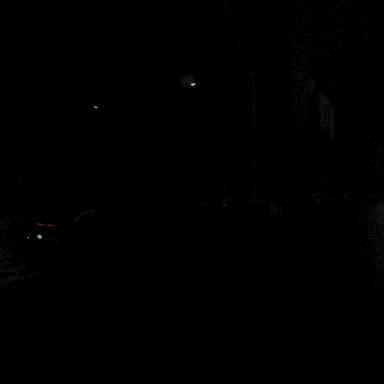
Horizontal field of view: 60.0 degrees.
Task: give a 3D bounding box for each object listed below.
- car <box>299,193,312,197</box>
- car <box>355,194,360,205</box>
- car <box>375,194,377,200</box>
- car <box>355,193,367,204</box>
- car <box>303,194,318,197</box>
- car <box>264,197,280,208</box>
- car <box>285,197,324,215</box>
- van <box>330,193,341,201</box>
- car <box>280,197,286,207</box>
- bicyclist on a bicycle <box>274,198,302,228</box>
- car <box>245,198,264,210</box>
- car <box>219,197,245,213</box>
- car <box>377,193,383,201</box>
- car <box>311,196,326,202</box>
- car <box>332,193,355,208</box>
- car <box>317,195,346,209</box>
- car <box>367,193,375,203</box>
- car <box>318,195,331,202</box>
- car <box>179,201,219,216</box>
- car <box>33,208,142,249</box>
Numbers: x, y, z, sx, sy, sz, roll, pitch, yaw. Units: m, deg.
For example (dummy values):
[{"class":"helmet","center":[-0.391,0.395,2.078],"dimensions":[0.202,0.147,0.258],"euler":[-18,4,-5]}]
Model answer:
[{"class":"car","center":[19.759,1.416,59.564],"dimensions":[1.887,1.381,4.507],"euler":[0,0,35]},{"class":"car","center":[23.557,1.379,50.069],"dimensions":[1.947,1.339,4.313],"euler":[0,0,35]},{"class":"car","center":[36.485,1.303,68.759],"dimensions":[1.752,1.417,4.829],"euler":[-1,0,35]},{"class":"car","center":[26.764,1.119,54.707],"dimensions":[2.192,1.841,5.009],"euler":[0,0,35]},{"class":"car","center":[16.829,1.373,44.863],"dimensions":[1.812,1.442,4.674],"euler":[-1,0,35]},{"class":"car","center":[10.037,1.427,45.509],"dimensions":[1.752,1.417,4.829],"euler":[0,0,35]},{"class":"car","center":[10.726,1.425,31.520],"dimensions":[1.947,1.339,4.313],"euler":[0,0,35]},{"class":"van","center":[35.799,1.187,82.755],"dimensions":[1.690,1.788,3.998],"euler":[-1,0,35]},{"class":"car","center":[13.342,1.456,50.288],"dimensions":[1.947,1.339,4.313],"euler":[0,0,35]},{"class":"bicyclist on a bicycle","center":[5.263,1.177,18.418],"dimensions":[1.656,1.620,0.582],"euler":[-1,0,35]},{"class":"car","center":[6.926,1.495,41.012],"dimensions":[1.802,1.307,4.206],"euler":[0,0,35]},{"class":"car","center":[3.716,1.367,36.374],"dimensions":[1.967,1.590,4.097],"euler":[0,0,35]},{"class":"car","center":[42.804,1.360,77.893],"dimensions":[1.802,1.307,4.206],"euler":[-1,0,35]},{"class":"car","center":[26.177,1.419,68.840],"dimensions":[1.947,1.339,4.313],"euler":[0,0,35]},{"class":"car","center":[20.348,1.137,45.433],"dimensions":[2.192,1.841,5.009],"euler":[0,0,35]},{"class":"car","center":[17.141,1.378,40.795],"dimensions":[1.887,1.381,4.507],"euler":[0,0,35]},{"class":"car","center":[33.180,1.100,63.983],"dimensions":[2.192,1.841,5.009],"euler":[0,0,35]},{"class":"car","center":[29.384,1.428,73.477],"dimensions":[1.802,1.307,4.206],"euler":[0,0,35]},{"class":"car","center":[0.510,1.525,31.736],"dimensions":[1.802,1.307,4.206],"euler":[0,0,35]},{"class":"car","center":[-4.265,1.443,14.396],"dimensions":[2.128,1.511,4.902],"euler":[0,0,36]}]
